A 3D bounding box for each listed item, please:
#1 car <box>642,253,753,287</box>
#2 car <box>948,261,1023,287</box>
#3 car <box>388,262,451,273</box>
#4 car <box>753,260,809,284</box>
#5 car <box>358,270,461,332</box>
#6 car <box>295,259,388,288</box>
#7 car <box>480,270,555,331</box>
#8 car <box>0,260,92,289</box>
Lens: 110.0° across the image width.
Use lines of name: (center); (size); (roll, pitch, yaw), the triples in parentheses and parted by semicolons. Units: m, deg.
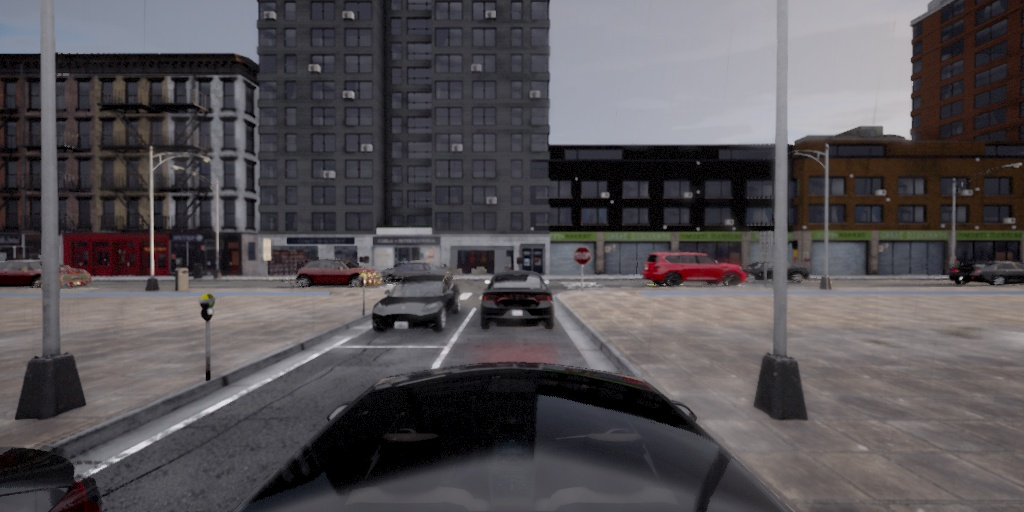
car: (10.631, 0.811, 21.242); (5.566, 2.045, 2.150); (0, 1, 0)
car: (28.981, 1.062, 21.201); (4.892, 1.490, 1.837); (0, 1, 0)
car: (-6.689, 1.148, 24.242); (5.357, 1.411, 2.033); (0, 1, 0)
car: (17.085, 1.027, 24.181); (5.008, 1.535, 1.882); (0, 1, 0)
car: (-2.619, 1.253, 10.685); (1.948, 1.339, 4.313); (0, 0, 0)
car: (-10.164, 0.991, 21.297); (4.553, 1.767, 2.097); (0, 1, 0)
car: (0.156, 1.164, 10.847); (1.882, 1.535, 5.008); (0, 0, 1)
car: (-28.146, 1.040, 21.343); (4.553, 1.767, 2.097); (0, 1, 0)
